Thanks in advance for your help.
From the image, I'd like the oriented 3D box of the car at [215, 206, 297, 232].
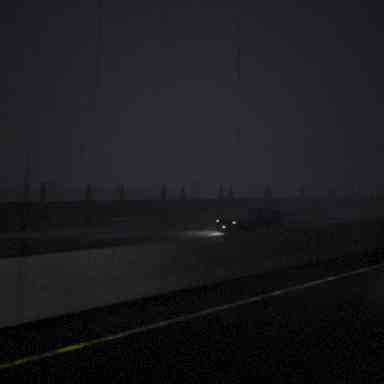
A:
[{"bbox_3d":[3.903,1.517,19.673,5.357,1.411,2.033,0,0,-35],"label":"car"}]
